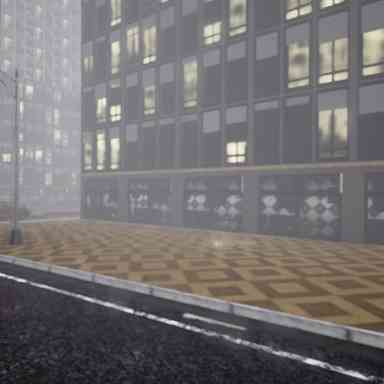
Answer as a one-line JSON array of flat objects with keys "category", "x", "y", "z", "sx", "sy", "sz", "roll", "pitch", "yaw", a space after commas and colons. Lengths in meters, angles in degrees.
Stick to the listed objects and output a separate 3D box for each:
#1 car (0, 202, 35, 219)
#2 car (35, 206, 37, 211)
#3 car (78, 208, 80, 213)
[{"category": "car", "x": -18.774, "y": 1.836, "z": 32.854, "sx": 2.192, "sy": 1.841, "sz": 5.009, "roll": 0, "pitch": -1, "yaw": 36}, {"category": "car", "x": -22.264, "y": 2.036, "z": 42.230, "sx": 1.752, "sy": 1.417, "sz": 4.829, "roll": 0, "pitch": -1, "yaw": 36}, {"category": "car", "x": -11.968, "y": 2.145, "z": 42.059, "sx": 1.752, "sy": 1.417, "sz": 4.829, "roll": 0, "pitch": -1, "yaw": 36}]
